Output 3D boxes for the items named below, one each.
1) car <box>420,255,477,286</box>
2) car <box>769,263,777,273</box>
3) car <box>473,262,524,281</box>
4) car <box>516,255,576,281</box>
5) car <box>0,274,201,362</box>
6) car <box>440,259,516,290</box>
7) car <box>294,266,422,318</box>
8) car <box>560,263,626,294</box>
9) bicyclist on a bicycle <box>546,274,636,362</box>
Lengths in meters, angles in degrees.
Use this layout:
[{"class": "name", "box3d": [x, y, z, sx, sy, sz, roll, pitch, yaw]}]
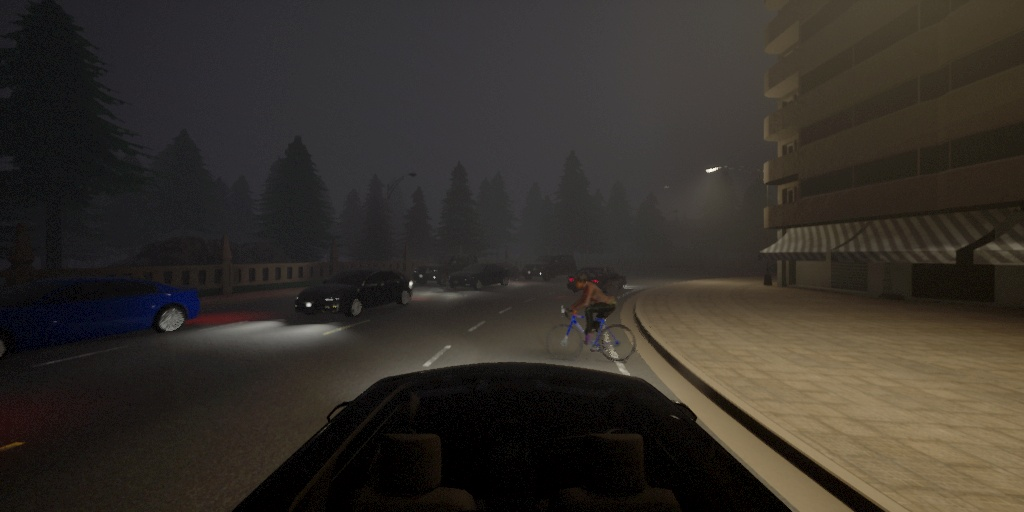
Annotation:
[{"class": "car", "box3d": [-4.384, 0.917, 25.108, 2.150, 2.045, 5.566, 0, 0, 30]}, {"class": "car", "box3d": [30.743, 1.183, 39.329, 4.674, 1.442, 1.812, 0, 0, -5]}, {"class": "car", "box3d": [-1.055, 1.243, 29.708, 1.994, 1.385, 4.181, 0, 0, 38]}, {"class": "car", "box3d": [3.192, 0.902, 29.469, 2.150, 2.045, 5.566, 0, 0, 43]}, {"class": "car", "box3d": [-9.834, 1.211, 7.893, 1.882, 1.535, 5.008, 0, 0, 8]}, {"class": "car", "box3d": [-1.935, 1.176, 22.228, 1.882, 1.535, 5.008, 0, 0, 28]}, {"class": "car", "box3d": [-5.452, 1.227, 13.074, 1.837, 1.490, 4.892, 0, 0, 15]}, {"class": "car", "box3d": [4.798, 1.252, 19.805, 2.033, 1.411, 5.357, 0, 0, 31]}, {"class": "bicyclist on a bicycle", "box3d": [1.451, 1.164, 6.679, 1.656, 1.620, 0.582, -1, 0, 7]}]
